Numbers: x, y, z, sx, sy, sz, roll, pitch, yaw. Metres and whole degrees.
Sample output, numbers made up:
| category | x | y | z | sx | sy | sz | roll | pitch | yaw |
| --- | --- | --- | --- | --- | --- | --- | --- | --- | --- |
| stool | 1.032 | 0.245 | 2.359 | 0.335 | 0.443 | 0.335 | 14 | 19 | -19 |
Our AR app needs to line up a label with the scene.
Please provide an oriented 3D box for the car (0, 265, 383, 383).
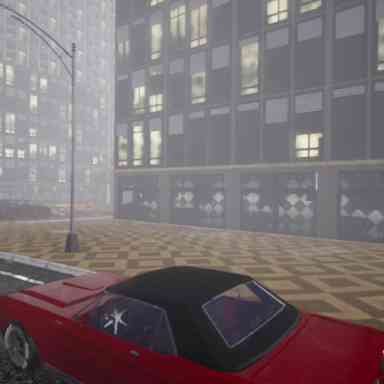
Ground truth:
| category | x | y | z | sx | sy | sz | roll | pitch | yaw |
| --- | --- | --- | --- | --- | --- | --- | --- | --- | --- |
| car | -0.409 | 1.607 | 3.981 | 4.718 | 1.301 | 1.895 | 0 | 0 | 36 |

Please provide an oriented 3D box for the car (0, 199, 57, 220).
| category | x | y | z | sx | sy | sz | roll | pitch | yaw |
| --- | --- | --- | --- | --- | --- | --- | --- | --- | --- |
| car | -15.583 | 1.603 | 30.648 | 2.192 | 1.841 | 5.009 | 0 | 0 | 37 |

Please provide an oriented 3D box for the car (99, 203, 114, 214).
| category | x | y | z | sx | sy | sz | roll | pitch | yaw |
| --- | --- | --- | --- | --- | --- | --- | --- | --- | --- |
| car | -8.761 | 1.913 | 39.841 | 1.752 | 1.417 | 4.829 | 0 | 0 | 37 |

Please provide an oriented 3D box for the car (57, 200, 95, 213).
| category | x | y | z | sx | sy | sz | roll | pitch | yaw |
| --- | --- | --- | --- | --- | --- | --- | --- | --- | --- |
| car | -14.611 | 1.771 | 41.653 | 1.882 | 1.535 | 5.008 | 1 | 0 | 37 |

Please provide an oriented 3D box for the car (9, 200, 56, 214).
| category | x | y | z | sx | sy | sz | roll | pitch | yaw |
| --- | --- | --- | --- | --- | --- | --- | --- | --- | --- |
| car | -19.056 | 1.749 | 40.032 | 1.752 | 1.417 | 4.829 | 0 | 0 | 37 |
